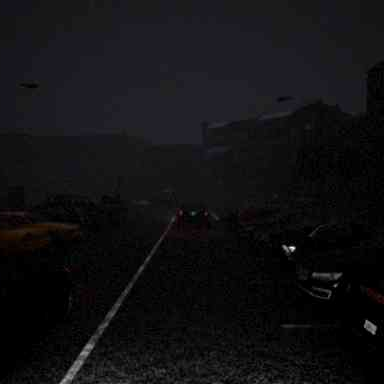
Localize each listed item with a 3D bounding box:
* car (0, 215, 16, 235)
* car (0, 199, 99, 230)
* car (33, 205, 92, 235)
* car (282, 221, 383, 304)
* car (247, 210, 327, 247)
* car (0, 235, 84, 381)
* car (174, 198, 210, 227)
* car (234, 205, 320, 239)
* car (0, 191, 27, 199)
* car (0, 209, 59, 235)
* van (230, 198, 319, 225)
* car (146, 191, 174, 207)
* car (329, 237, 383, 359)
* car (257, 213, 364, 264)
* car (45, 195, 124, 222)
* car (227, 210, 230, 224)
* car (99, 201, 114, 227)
[{"bbox_3d":[-7.685,1.509,8.651,4.892,1.521,2.231,0,0,0],"label":"car"},{"bbox_3d":[-7.648,1.406,17.595,4.553,1.767,2.185,0,0,0],"label":"car"},{"bbox_3d":[-7.494,1.524,14.653,5.366,1.575,1.946,0,0,0],"label":"car"},{"bbox_3d":[4.657,1.503,6.858,4.892,1.521,2.231,0,0,0],"label":"car"},{"bbox_3d":[4.653,1.559,12.446,4.674,1.452,2.002,0,0,0],"label":"car"},{"bbox_3d":[-3.102,1.579,4.386,1.994,1.385,4.181,0,0,0],"label":"car"},{"bbox_3d":[0.065,1.357,22.862,2.097,1.767,4.553,0,1,-1],"label":"car"},{"bbox_3d":[4.657,1.529,15.236,4.892,1.521,2.231,0,0,0],"label":"car"},{"bbox_3d":[-26.725,0.760,48.870,4.553,1.767,2.097,-1,3,13],"label":"car"},{"bbox_3d":[-7.864,1.515,11.714,5.366,1.575,1.946,0,0,0],"label":"car"},{"bbox_3d":[4.534,1.305,18.030,4.442,1.987,1.878,0,0,0],"label":"van"},{"bbox_3d":[-3.842,0.692,40.178,2.097,1.767,4.553,-2,4,-30],"label":"car"},{"bbox_3d":[4.645,1.493,4.065,5.008,1.535,2.097,0,0,0],"label":"car"},{"bbox_3d":[4.644,1.512,9.776,4.892,1.521,2.231,0,0,0],"label":"car"},{"bbox_3d":[-7.650,1.229,23.367,5.566,2.045,2.435,0,1,0],"label":"car"},{"bbox_3d":[4.645,1.514,20.839,4.892,1.521,2.231,0,1,0],"label":"car"},{"bbox_3d":[-7.684,1.518,20.425,5.008,1.535,2.097,0,0,0],"label":"car"}]
